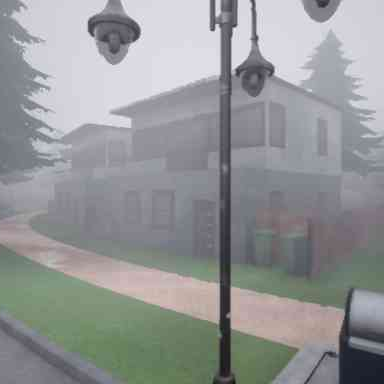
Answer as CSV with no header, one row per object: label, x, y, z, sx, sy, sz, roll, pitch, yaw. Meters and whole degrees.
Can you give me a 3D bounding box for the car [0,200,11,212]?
car,-23.206,1.671,39.519,1.837,1.490,4.892,0,0,-8
